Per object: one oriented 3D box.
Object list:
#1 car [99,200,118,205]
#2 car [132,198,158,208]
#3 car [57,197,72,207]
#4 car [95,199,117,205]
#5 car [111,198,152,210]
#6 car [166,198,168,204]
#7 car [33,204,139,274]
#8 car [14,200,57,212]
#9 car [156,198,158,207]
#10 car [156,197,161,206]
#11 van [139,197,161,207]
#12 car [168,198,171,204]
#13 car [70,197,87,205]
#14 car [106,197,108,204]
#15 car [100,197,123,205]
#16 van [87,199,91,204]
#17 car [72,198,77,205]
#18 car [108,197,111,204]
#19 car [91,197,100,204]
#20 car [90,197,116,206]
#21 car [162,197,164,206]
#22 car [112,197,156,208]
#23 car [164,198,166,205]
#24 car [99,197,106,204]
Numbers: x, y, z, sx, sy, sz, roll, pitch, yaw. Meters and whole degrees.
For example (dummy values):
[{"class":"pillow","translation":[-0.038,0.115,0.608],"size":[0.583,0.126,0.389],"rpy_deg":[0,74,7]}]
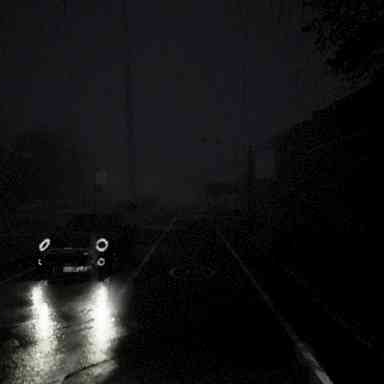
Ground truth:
[{"class":"car","translation":[-21.960,2.710,87.584],"size":[4.674,1.452,2.002],"rpy_deg":[0,-1,0]},{"class":"car","translation":[-8.819,2.049,62.712],"size":[4.553,1.767,2.185],"rpy_deg":[0,-1,0]},{"class":"car","translation":[-21.936,1.982,51.512],"size":[5.008,1.535,2.097],"rpy_deg":[0,-1,0]},{"class":"car","translation":[-21.953,2.614,84.925],"size":[5.008,1.535,2.097],"rpy_deg":[0,-1,0]},{"class":"car","translation":[-8.846,1.945,48.700],"size":[4.892,1.521,2.231],"rpy_deg":[0,-1,0]},{"class":"car","translation":[-8.895,2.196,76.730],"size":[5.566,2.045,2.435],"rpy_deg":[0,-1,0]},{"class":"car","translation":[-3.251,1.458,10.985],"size":[2.097,1.767,4.553],"rpy_deg":[0,-1,0]},{"class":"car","translation":[-21.928,1.907,45.944],"size":[5.008,1.535,2.097],"rpy_deg":[0,-1,0]},{"class":"car","translation":[-8.856,2.073,57.104],"size":[4.892,1.521,2.231],"rpy_deg":[0,-1,0]},{"class":"car","translation":[-8.878,1.872,59.913],"size":[5.566,2.045,2.435],"rpy_deg":[0,-1,0]},{"class":"van","translation":[-8.975,2.112,71.123],"size":[4.442,1.987,1.878],"rpy_deg":[0,-1,0]},{"class":"car","translation":[-8.878,2.677,87.935],"size":[5.008,1.535,2.097],"rpy_deg":[0,-1,0]},{"class":"car","translation":[-21.898,1.996,59.868],"size":[4.553,1.767,2.185],"rpy_deg":[0,-1,0]},{"class":"car","translation":[-21.937,2.390,73.787],"size":[5.008,1.535,2.097],"rpy_deg":[0,-1,0]},{"class":"car","translation":[-21.937,2.483,90.497],"size":[5.566,2.045,2.435],"rpy_deg":[0,-1,0]},{"class":"van","translation":[-22.047,1.947,62.650],"size":[4.442,1.987,1.878],"rpy_deg":[0,-1,0]},{"class":"car","translation":[-21.932,2.066,54.297],"size":[4.674,1.452,2.002],"rpy_deg":[0,-1,0]},{"class":"car","translation":[-21.917,2.474,76.571],"size":[4.792,1.488,2.163],"rpy_deg":[0,-1,0]},{"class":"car","translation":[-21.933,2.321,68.216],"size":[4.674,1.452,2.002],"rpy_deg":[0,-1,0]},{"class":"car","translation":[-21.926,2.304,82.144],"size":[5.566,2.045,2.435],"rpy_deg":[0,-1,0]},{"class":"car","translation":[-8.850,2.285,68.316],"size":[4.892,1.521,2.231],"rpy_deg":[0,-1,0]},{"class":"car","translation":[-8.879,1.732,51.504],"size":[5.566,2.045,2.435],"rpy_deg":[0,-1,0]},{"class":"car","translation":[-8.857,2.393,73.921],"size":[5.008,1.535,2.097],"rpy_deg":[0,-1,0]},{"class":"car","translation":[-21.753,2.333,71.001],"size":[5.366,1.575,1.946],"rpy_deg":[0,-1,0]}]
